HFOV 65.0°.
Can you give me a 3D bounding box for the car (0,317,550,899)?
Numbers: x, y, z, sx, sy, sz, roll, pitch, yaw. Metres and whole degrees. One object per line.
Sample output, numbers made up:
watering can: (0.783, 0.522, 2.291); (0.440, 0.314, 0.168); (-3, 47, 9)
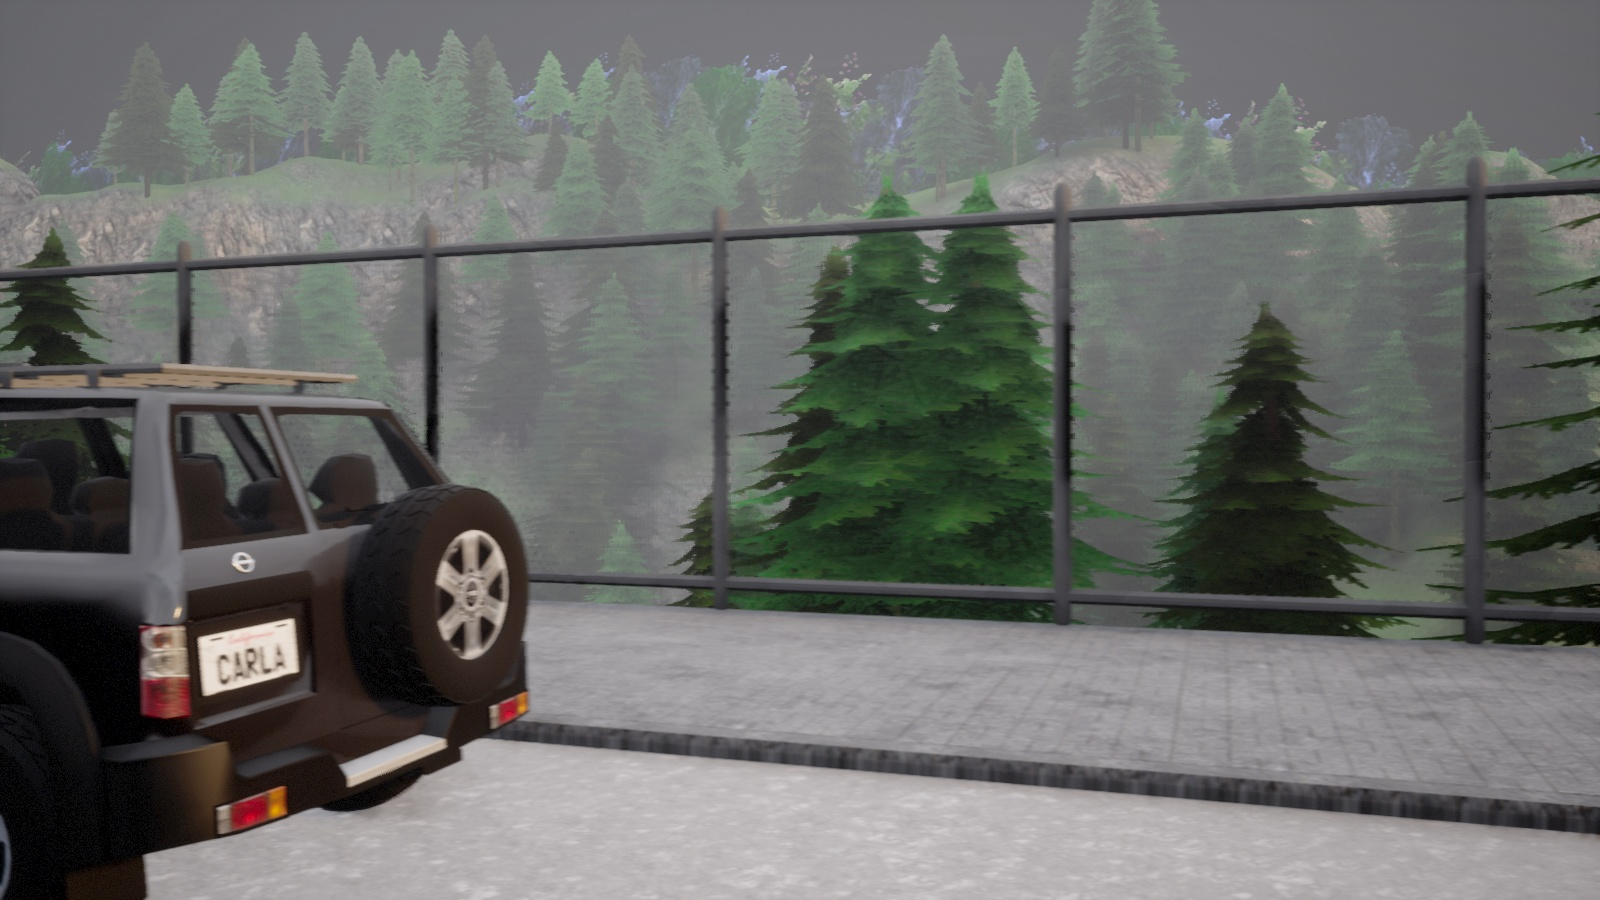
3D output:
car: (-3.502, 0.552, 4.894); (4.605, 1.855, 1.932); (1, 1, 19)
